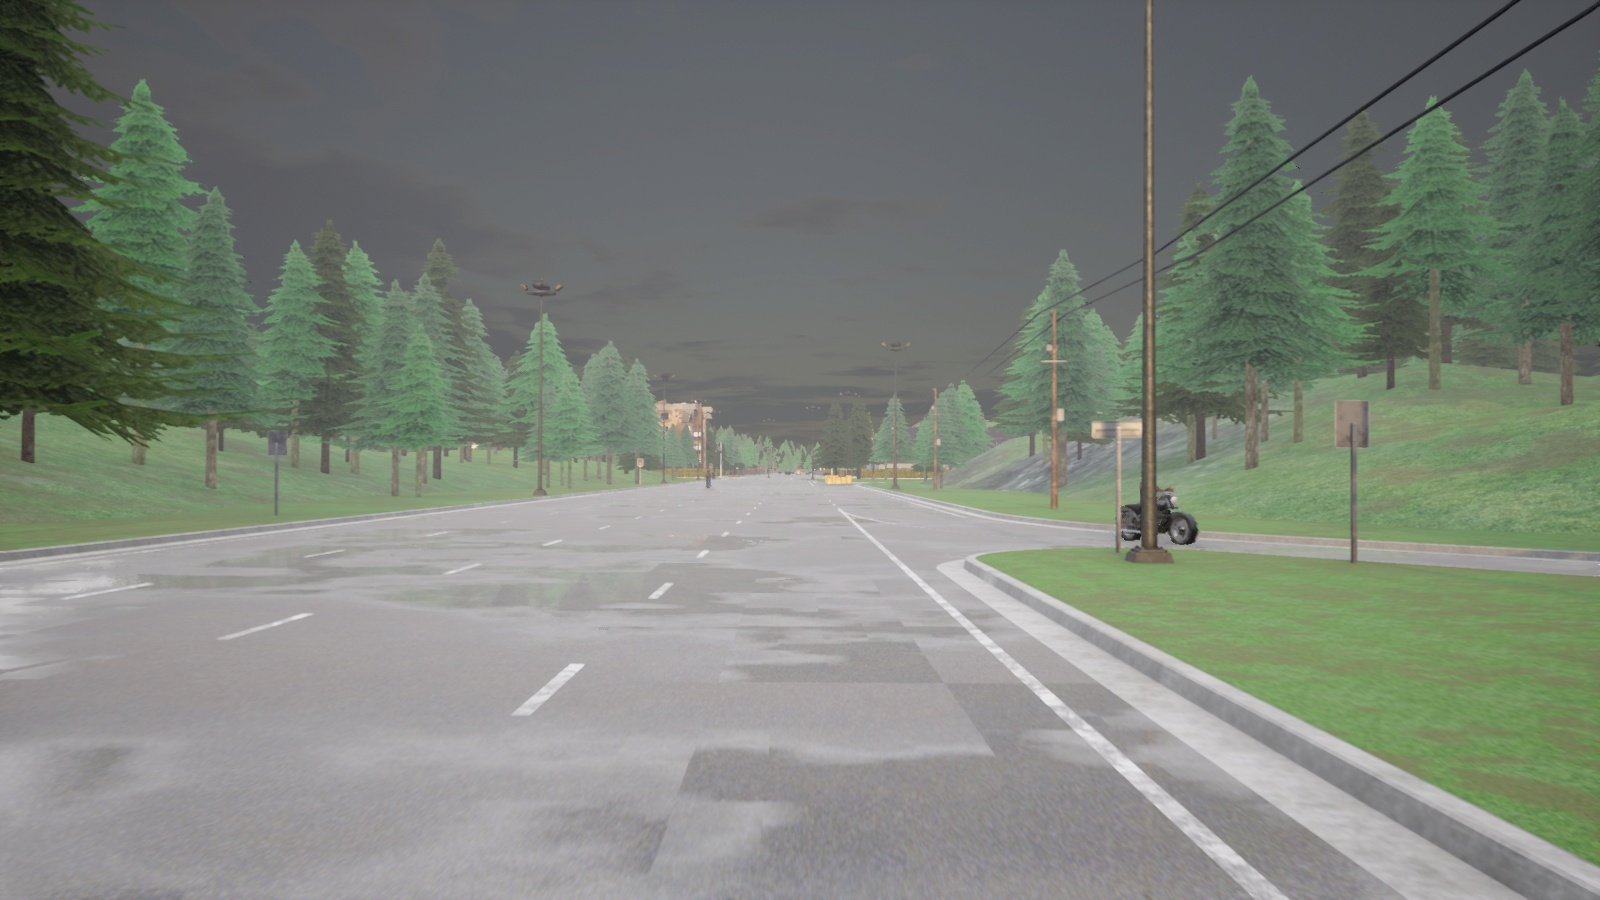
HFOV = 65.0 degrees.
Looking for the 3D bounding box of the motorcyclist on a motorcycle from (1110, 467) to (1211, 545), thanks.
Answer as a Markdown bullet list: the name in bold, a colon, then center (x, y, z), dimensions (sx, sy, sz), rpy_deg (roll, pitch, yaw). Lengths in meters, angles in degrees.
- **motorcyclist on a motorcycle**: center (7.886, 1.196, 27.605), dimensions (0.766, 1.649, 2.350), rpy_deg (1, -1, -26)
